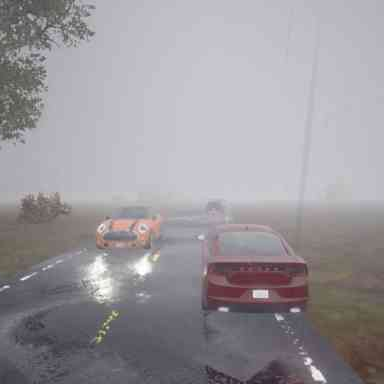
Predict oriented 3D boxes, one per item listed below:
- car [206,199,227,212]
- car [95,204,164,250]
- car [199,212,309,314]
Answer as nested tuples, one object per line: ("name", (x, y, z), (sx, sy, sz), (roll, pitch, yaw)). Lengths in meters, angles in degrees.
("car", (2.579, 1.491, 36.605), (1.837, 1.490, 4.892), (0, 0, 8))
("car", (-2.511, 1.350, 14.357), (2.097, 1.767, 4.553), (0, 0, 3))
("car", (1.170, 1.478, 7.782), (1.882, 1.535, 5.008), (0, 0, 2))
